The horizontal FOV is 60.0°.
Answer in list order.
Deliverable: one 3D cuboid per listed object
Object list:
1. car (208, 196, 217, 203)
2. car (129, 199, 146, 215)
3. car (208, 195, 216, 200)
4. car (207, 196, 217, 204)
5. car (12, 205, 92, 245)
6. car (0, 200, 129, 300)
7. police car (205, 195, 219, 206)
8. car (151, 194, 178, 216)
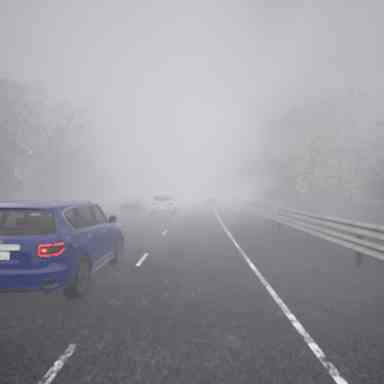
[{"bbox_3d":[4.636,1.563,73.294,1.837,1.490,4.892,0,0,6],"label":"car"},{"bbox_3d":[-6.060,1.481,34.631,1.882,1.535,5.008,0,0,3],"label":"car"},{"bbox_3d":[5.547,1.498,91.650,1.812,1.442,4.674,0,0,7],"label":"car"},{"bbox_3d":[4.090,1.525,67.395,1.882,1.535,5.008,0,0,5],"label":"car"},{"bbox_3d":[-6.679,1.499,16.573,1.837,1.490,4.892,0,0,1],"label":"car"},{"bbox_3d":[-3.328,1.218,8.546,2.150,2.045,5.566,0,0,1],"label":"car"},{"bbox_3d":[3.288,1.458,57.663,1.930,1.638,5.238,0,0,4],"label":"police car"},{"bbox_3d":[-2.649,1.226,32.688,2.150,2.045,5.566,0,0,2],"label":"car"}]
